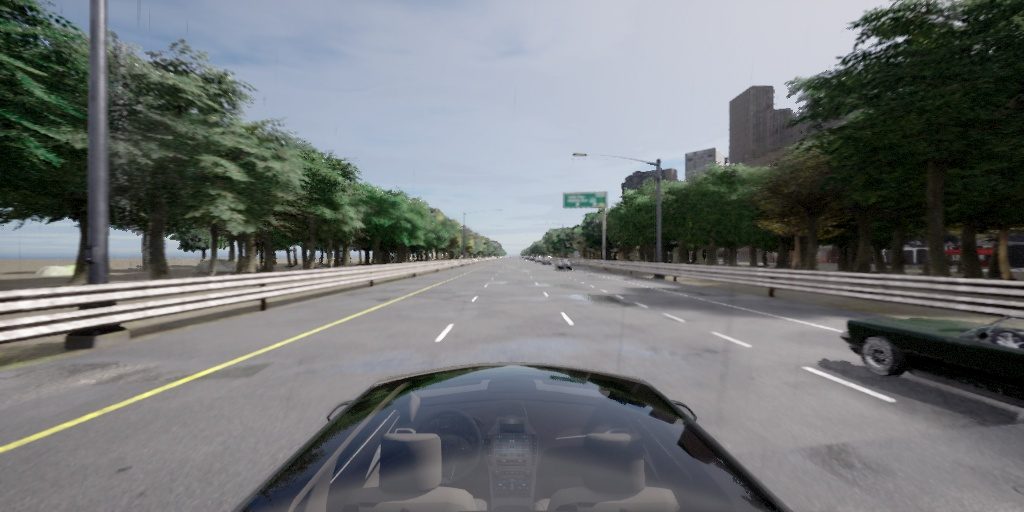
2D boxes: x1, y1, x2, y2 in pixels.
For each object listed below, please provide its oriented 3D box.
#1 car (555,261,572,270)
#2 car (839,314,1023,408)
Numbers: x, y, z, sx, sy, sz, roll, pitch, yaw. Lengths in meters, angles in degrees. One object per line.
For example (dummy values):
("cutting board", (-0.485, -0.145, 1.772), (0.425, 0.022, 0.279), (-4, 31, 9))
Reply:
("car", (7.125, 1.332, 50.441), (1.895, 1.301, 4.718), (0, 0, 0))
("car", (7.000, 1.354, 4.457), (1.895, 1.301, 4.718), (0, 0, 0))
